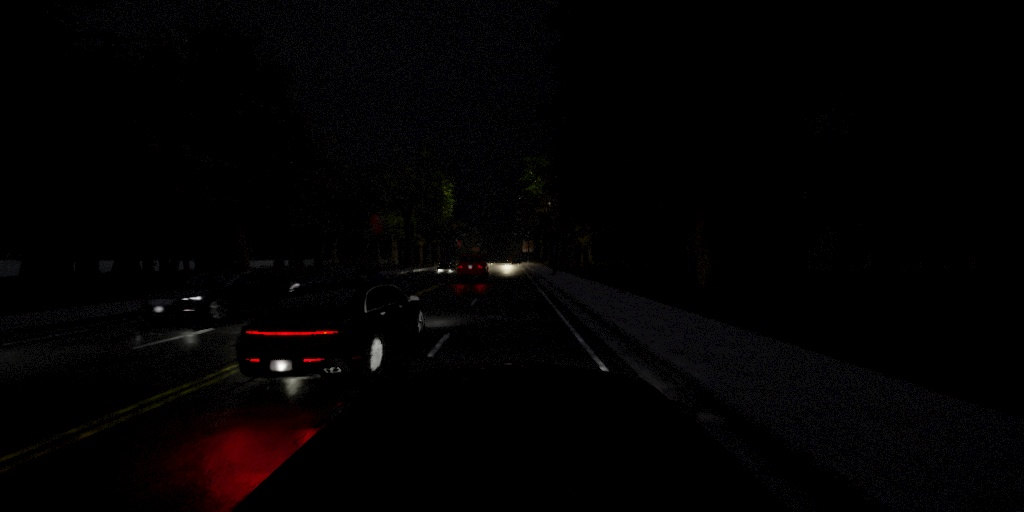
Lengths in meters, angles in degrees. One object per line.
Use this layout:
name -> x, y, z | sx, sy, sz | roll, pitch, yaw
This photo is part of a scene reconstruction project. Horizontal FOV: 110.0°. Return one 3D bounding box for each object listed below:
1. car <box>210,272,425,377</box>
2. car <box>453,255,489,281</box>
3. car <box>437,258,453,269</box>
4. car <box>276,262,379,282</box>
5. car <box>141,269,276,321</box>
car -> -3.154, 1.241, 7.320 | 1.837, 1.490, 4.892 | 0, 0, 0
car -> -3.154, 0.926, 29.713 | 2.150, 2.045, 5.566 | 0, 0, 0
car -> -9.822, 1.068, 54.014 | 2.097, 1.767, 4.553 | 0, 0, 0
car -> -6.600, 1.075, 14.044 | 2.097, 1.767, 4.553 | 0, 0, 0
car -> -9.851, 1.217, 12.450 | 2.128, 1.511, 4.902 | 0, 0, 0
